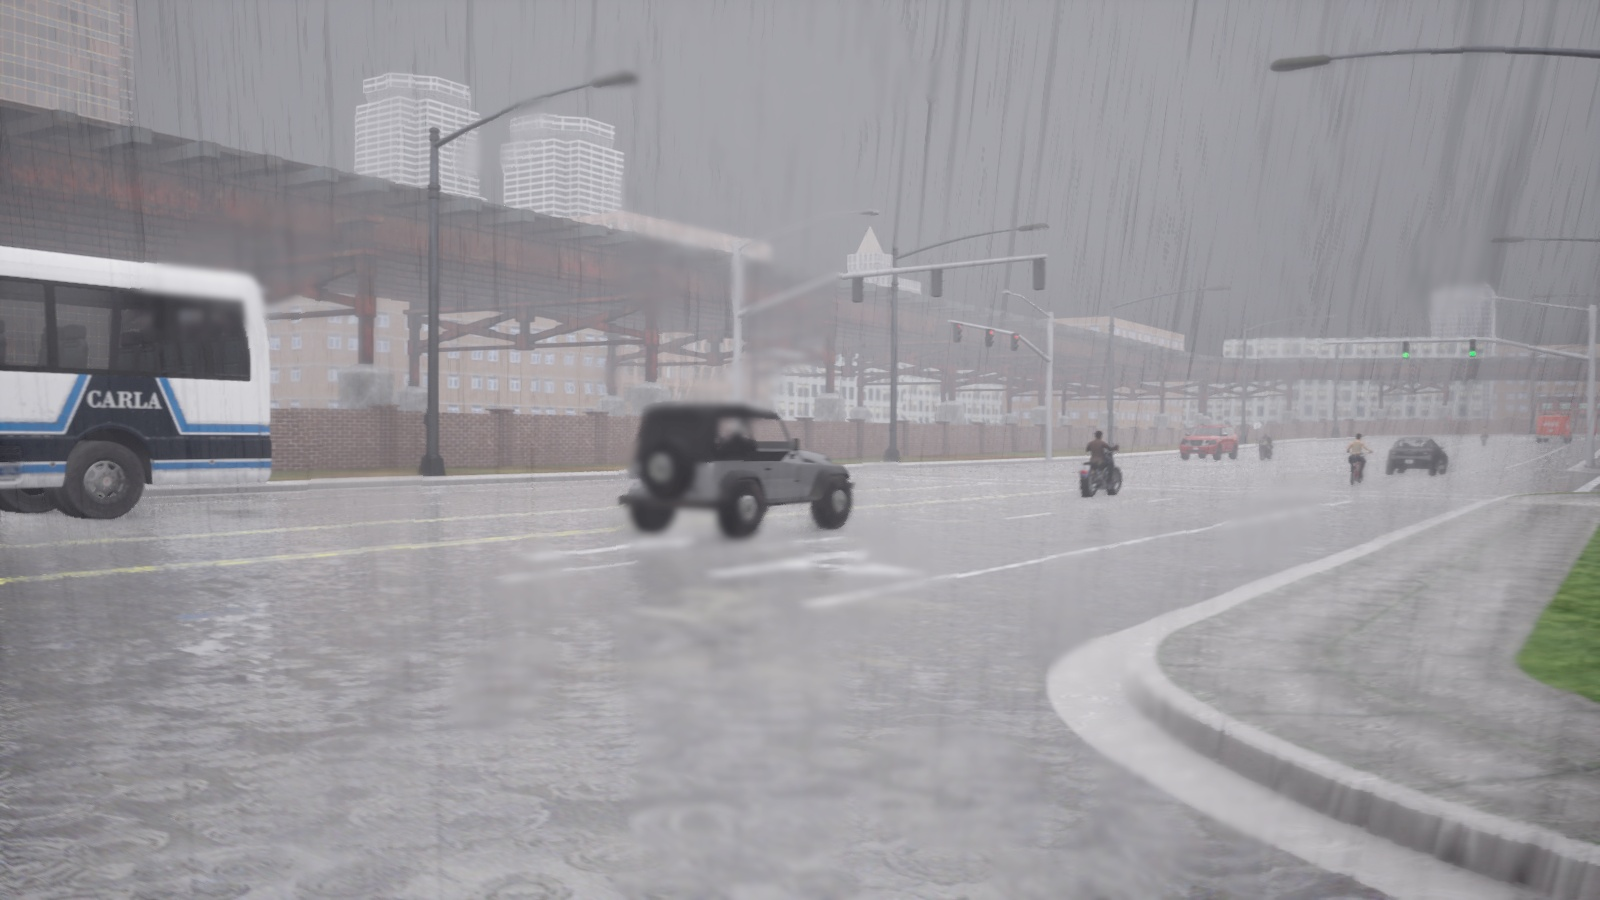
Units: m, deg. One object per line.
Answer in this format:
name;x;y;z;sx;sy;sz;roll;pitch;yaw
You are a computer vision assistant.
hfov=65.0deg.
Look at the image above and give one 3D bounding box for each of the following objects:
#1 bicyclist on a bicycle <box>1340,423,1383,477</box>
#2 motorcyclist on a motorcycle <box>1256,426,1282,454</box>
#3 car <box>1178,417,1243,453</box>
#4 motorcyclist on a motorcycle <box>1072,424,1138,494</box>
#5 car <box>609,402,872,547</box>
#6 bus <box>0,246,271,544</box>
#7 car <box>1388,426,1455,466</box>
bicyclist on a bicycle;17.422;-0.023;38.926;0.866;1.612;1.509;1;2;37
motorcyclist on a motorcycle;26.619;-0.571;71.282;0.866;1.530;2.191;0;1;34
car;24.247;-0.912;74.018;2.150;2.045;5.566;0;2;34
motorcyclist on a motorcycle;7.438;0.198;30.518;0.766;1.649;2.350;0;1;34
car;-0.761;0.283;18.427;1.905;1.878;3.866;0;1;34
bus;-13.560;-0.771;18.256;3.944;4.253;10.273;0;1;34
car;24.499;-0.174;49.445;1.816;1.474;4.193;0;1;34
